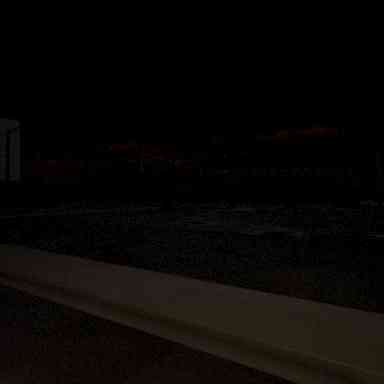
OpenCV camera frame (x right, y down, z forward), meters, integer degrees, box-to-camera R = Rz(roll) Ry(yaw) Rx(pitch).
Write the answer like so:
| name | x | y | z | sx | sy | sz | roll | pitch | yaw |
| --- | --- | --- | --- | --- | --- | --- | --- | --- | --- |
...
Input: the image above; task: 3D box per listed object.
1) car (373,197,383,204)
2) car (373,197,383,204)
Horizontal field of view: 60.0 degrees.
| name | x | y | z | sx | sy | sz | roll | pitch | yaw |
| --- | --- | --- | --- | --- | --- | --- | --- | --- | --- |
| car | 37.541 | 1.734 | 65.317 | 2.038 | 1.542 | 4.974 | 1 | 1 | 6 |
| car | 37.548 | 1.576 | 65.367 | 1.853 | 1.218 | 4.536 | 1 | 1 | 6 |
